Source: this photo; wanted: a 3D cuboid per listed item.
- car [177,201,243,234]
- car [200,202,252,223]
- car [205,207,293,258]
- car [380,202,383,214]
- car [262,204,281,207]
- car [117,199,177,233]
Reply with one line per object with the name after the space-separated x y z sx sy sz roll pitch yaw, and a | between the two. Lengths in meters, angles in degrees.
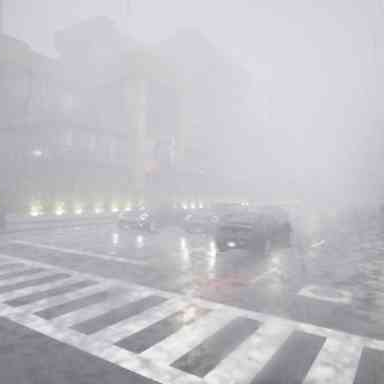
1.466 1.353 18.336 2.097 1.767 4.553 1 0 32 | car
2.899 1.567 27.172 2.033 1.411 5.357 1 0 32 | car
2.627 1.544 13.273 1.837 1.490 4.892 1 0 32 | car
25.327 2.055 42.748 1.837 1.490 4.892 2 0 32 | car
6.072 1.666 25.639 1.994 1.385 4.181 1 0 32 | car
-2.151 1.261 19.163 2.097 1.767 4.553 1 0 32 | car
